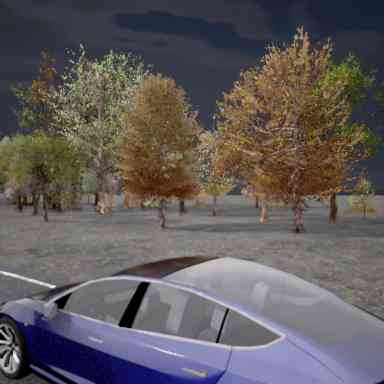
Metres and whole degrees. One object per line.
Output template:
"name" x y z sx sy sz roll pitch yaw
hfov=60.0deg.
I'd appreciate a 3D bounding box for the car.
"car" -0.341 1.500 3.807 4.792 1.488 2.163 0 0 35
